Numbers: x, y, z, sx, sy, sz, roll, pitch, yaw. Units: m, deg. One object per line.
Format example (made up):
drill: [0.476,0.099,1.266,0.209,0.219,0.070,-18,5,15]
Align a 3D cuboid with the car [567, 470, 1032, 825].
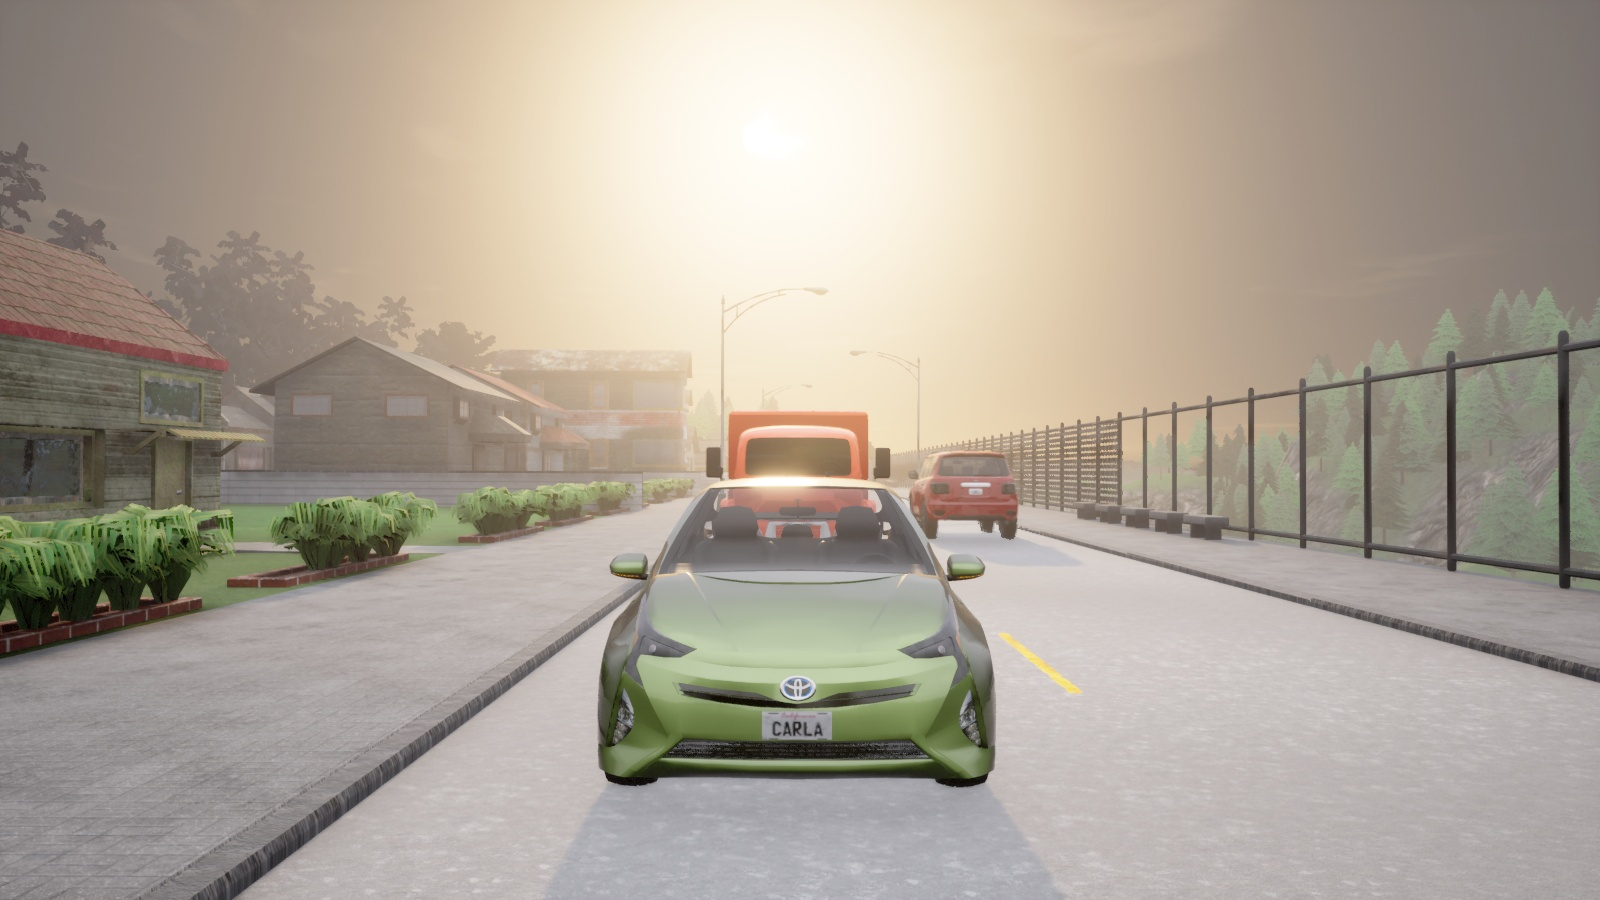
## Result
car: [-0.009,0.890,7.693,2.007,1.525,4.514,0,-1,0]

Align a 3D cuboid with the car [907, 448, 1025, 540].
car: [3.953,1.036,30.949,2.150,2.045,5.566,0,-1,0]

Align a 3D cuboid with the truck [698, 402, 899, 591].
truck: [-0.028,0.648,19.090,2.627,2.467,5.204,0,-1,0]
